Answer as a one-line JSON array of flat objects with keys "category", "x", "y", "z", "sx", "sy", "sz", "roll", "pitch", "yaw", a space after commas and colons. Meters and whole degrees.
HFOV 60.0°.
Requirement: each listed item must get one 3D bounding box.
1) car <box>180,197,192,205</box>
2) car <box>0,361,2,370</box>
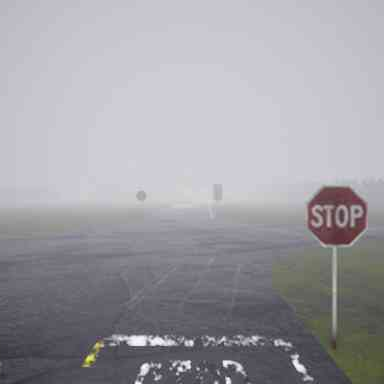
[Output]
[{"category": "car", "x": -1.062, "y": 1.546, "z": 59.605, "sx": 1.895, "sy": 1.301, "sz": 4.718, "roll": 0, "pitch": 0, "yaw": 3}, {"category": "car", "x": -2.738, "y": 1.492, "z": 1.173, "sx": 2.128, "sy": 1.511, "sz": 4.902, "roll": 0, "pitch": 0, "yaw": 0}]
